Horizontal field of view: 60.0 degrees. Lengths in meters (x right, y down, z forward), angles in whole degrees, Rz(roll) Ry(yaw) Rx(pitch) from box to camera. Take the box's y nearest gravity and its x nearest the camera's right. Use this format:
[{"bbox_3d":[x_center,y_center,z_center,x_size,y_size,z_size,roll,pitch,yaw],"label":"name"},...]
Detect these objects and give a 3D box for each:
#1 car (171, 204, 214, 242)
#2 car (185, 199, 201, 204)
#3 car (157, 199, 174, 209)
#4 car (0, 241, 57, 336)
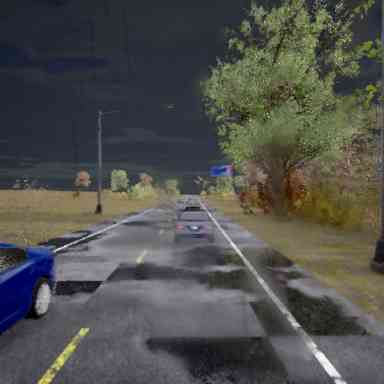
[{"bbox_3d":[0.108,1.556,16.495,2.033,1.411,5.357,0,0,0],"label":"car"},{"bbox_3d":[0.117,1.572,41.505,2.033,1.411,5.357,0,0,0],"label":"car"},{"bbox_3d":[-3.564,1.592,45.306,1.994,1.385,4.181,0,0,0],"label":"car"},{"bbox_3d":[-3.598,1.480,4.526,1.882,1.535,5.008,0,0,0],"label":"car"}]
